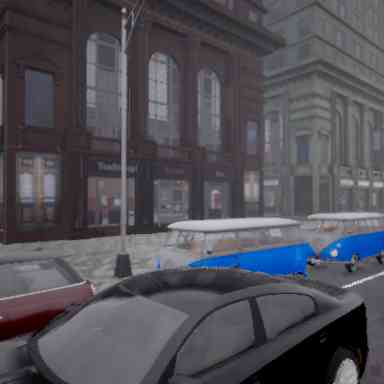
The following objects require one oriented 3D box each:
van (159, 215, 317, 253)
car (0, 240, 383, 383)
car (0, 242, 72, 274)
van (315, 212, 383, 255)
[{"bbox_3d":[1.035,1.524,7.791,3.998,1.788,1.690,1,-2,-40],"label":"van"},{"bbox_3d":[-0.134,1.555,3.187,5.008,1.535,1.882,1,-2,-40],"label":"car"},{"bbox_3d":[-3.273,1.540,4.156,4.097,1.590,1.967,1,-2,-40],"label":"car"},{"bbox_3d":[5.344,1.607,11.424,3.998,1.788,1.690,1,-2,-40],"label":"van"}]
